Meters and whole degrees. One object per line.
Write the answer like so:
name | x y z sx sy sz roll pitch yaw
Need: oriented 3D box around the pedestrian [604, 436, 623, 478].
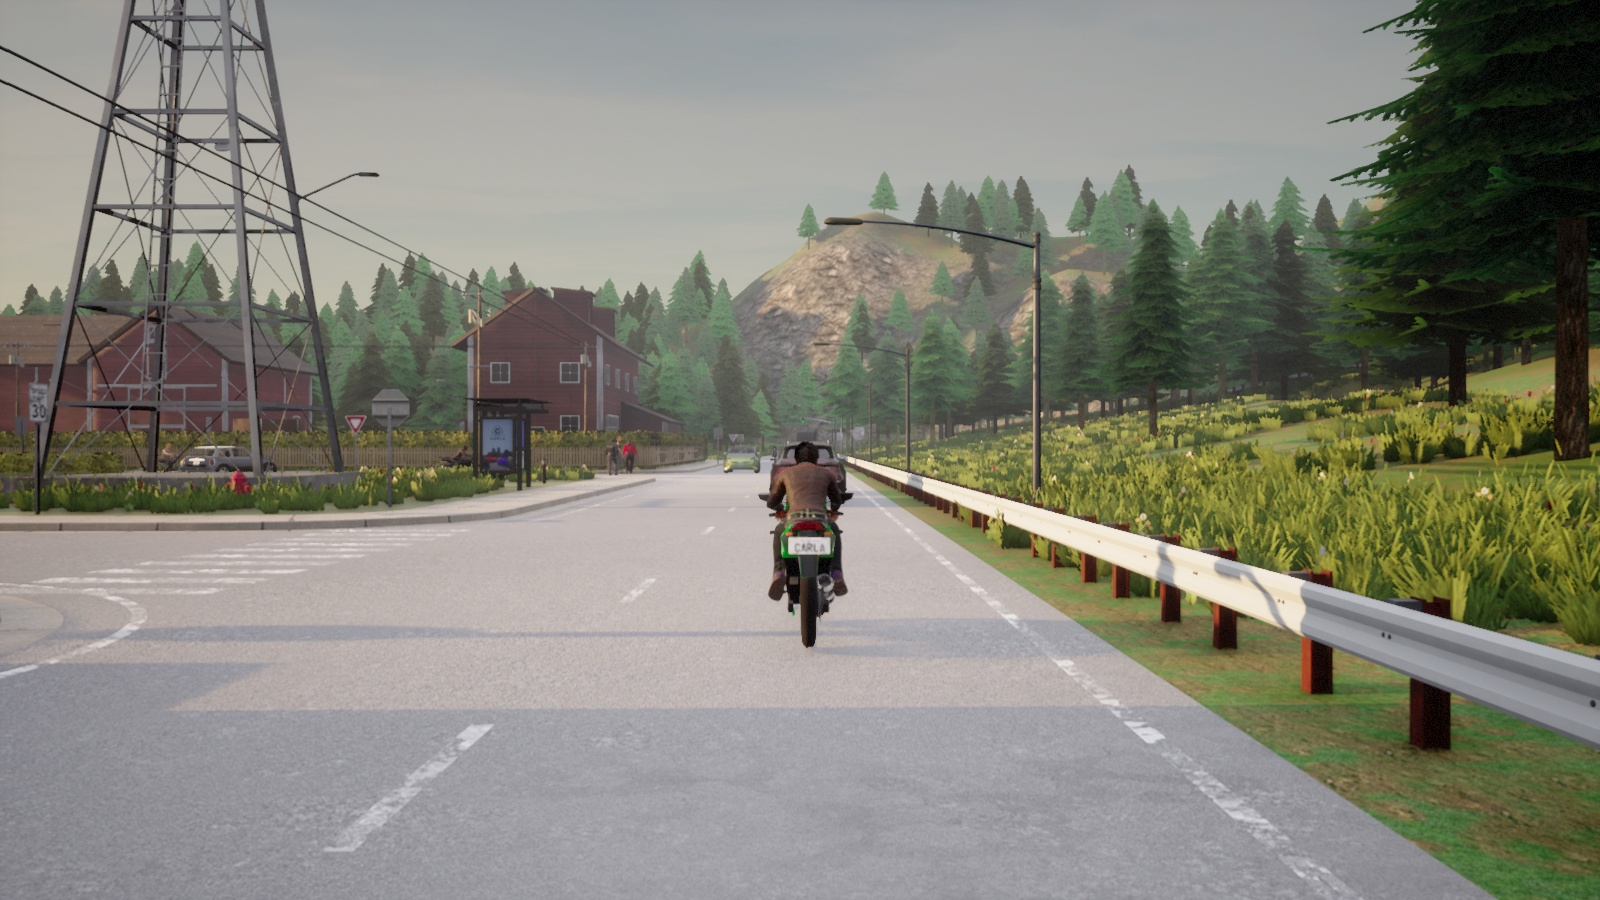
pedestrian | -8.476 0.321 57.073 0.563 1.883 0.849 0 0 13

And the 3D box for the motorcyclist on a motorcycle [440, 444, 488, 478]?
motorcyclist on a motorcycle | -15.634 0.506 58.519 2.044 1.523 0.797 0 1 -4

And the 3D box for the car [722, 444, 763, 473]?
car | -3.110 0.446 68.347 2.007 1.525 4.514 0 0 0

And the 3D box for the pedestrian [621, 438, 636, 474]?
pedestrian | -8.611 0.299 63.191 0.634 1.844 0.899 0 0 1

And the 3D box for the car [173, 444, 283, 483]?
car | -22.674 0.515 49.899 1.970 1.475 3.806 0 0 16

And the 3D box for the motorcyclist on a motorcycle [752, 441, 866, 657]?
motorcyclist on a motorcycle | 0.055 0.694 9.885 0.797 1.523 2.044 0 0 0

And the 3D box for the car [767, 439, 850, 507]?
car | 0.209 0.558 33.160 2.033 1.649 4.856 0 0 0

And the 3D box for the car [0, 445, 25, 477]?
car | -39.132 0.505 58.466 4.792 1.488 2.163 0 0 0
